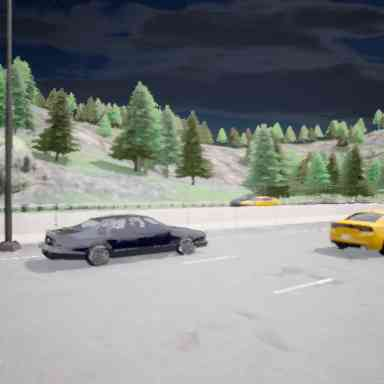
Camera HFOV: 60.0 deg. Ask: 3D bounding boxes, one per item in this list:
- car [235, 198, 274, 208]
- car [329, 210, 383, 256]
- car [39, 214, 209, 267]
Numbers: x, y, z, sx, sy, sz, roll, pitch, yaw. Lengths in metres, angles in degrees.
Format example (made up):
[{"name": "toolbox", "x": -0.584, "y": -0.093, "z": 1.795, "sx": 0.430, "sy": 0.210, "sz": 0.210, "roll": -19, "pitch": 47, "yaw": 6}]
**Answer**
[{"name": "car", "x": 7.678, "y": 1.258, "z": 37.279, "sx": 5.008, "sy": 1.535, "sz": 1.882, "roll": 0, "pitch": 1, "yaw": -28}, {"name": "car", "x": 7.511, "y": 1.435, "z": 12.955, "sx": 5.008, "sy": 1.535, "sz": 1.882, "roll": 0, "pitch": 0, "yaw": -31}, {"name": "car", "x": -2.058, "y": 1.447, "z": 11.007, "sx": 5.357, "sy": 1.411, "sz": 2.033, "roll": 0, "pitch": 0, "yaw": -34}]
